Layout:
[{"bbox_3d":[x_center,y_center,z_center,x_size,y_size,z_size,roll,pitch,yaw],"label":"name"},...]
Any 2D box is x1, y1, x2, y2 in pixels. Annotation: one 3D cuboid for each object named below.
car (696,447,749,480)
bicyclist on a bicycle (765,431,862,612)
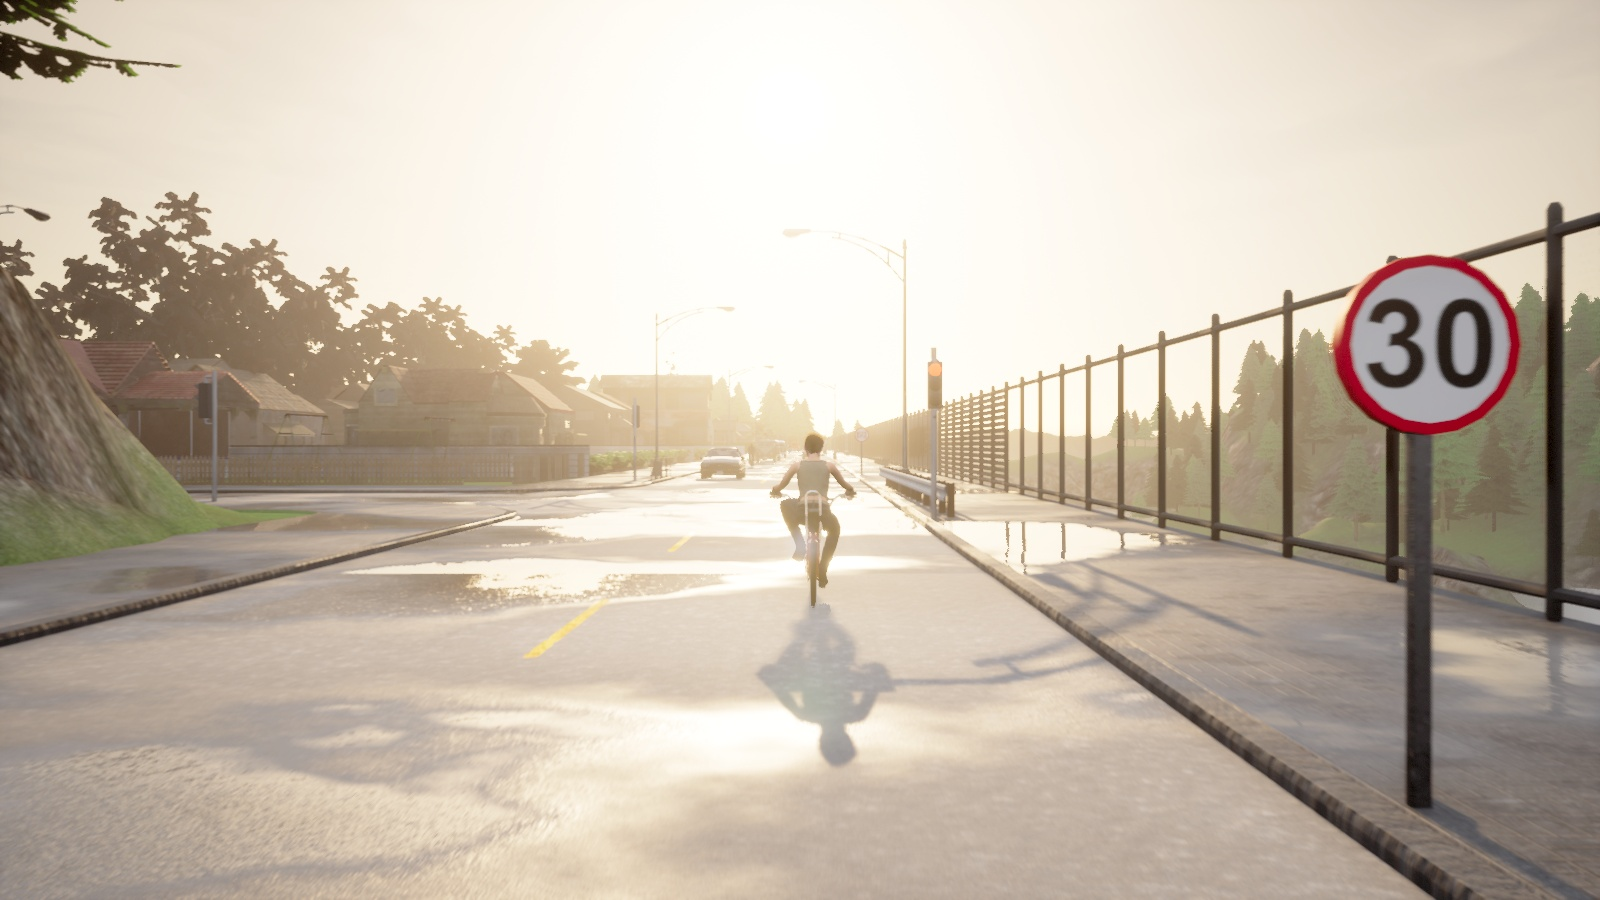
[{"bbox_3d":[-3.473,0.572,57.169,2.033,1.411,5.357,0,0,0],"label":"car"},{"bbox_3d":[0.124,0.638,11.970,0.866,1.612,1.509,0,0,0],"label":"bicyclist on a bicycle"}]
